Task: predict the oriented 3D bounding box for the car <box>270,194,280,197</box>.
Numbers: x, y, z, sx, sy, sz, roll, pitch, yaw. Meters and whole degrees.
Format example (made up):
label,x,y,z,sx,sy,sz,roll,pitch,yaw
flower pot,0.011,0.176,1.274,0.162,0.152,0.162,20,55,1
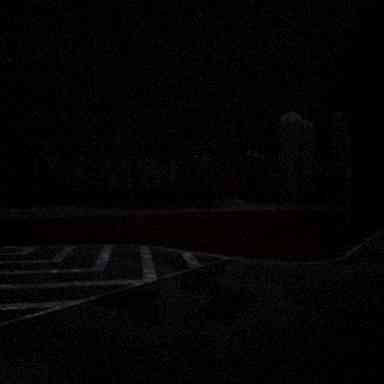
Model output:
label,x,y,z,sx,sy,sz,roll,pitch,yaw
car,23.097,1.365,91.807,2.242,1.667,4.611,1,0,35
